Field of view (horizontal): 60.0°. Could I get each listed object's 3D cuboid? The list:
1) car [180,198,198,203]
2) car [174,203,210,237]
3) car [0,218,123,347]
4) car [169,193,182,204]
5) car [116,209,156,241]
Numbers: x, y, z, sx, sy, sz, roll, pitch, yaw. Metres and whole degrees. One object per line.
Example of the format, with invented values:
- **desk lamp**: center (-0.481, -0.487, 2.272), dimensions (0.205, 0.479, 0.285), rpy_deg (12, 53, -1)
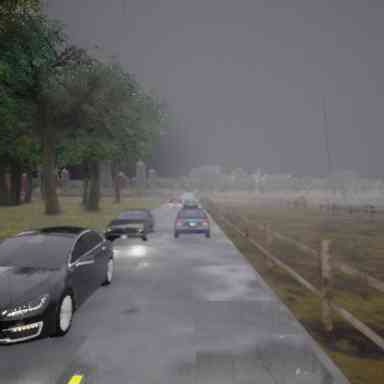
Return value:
- **car**: center (-0.162, 1.584, 44.650), dimensions (1.994, 1.385, 4.181), rpy_deg (0, 0, 0)
- **car**: center (-0.002, 1.565, 18.039), dimensions (2.033, 1.411, 5.357), rpy_deg (0, 0, 0)
- **car**: center (-2.881, 1.519, 6.718), dimensions (1.837, 1.490, 4.892), rpy_deg (0, 0, 0)
- **car**: center (-3.142, 1.237, 64.164), dimensions (2.150, 2.045, 5.566), rpy_deg (0, 0, 0)
- **car**: center (-2.935, 1.570, 17.080), dimensions (2.033, 1.411, 5.357), rpy_deg (0, 0, 0)
